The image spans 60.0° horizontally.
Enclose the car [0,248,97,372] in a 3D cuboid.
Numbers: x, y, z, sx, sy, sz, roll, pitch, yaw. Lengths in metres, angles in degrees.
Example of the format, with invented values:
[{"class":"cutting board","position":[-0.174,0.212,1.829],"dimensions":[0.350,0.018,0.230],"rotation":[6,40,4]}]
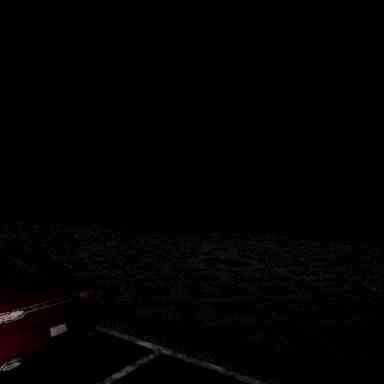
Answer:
[{"class":"car","position":[-3.477,1.604,5.447],"dimensions":[4.507,1.381,1.887],"rotation":[-1,0,36]}]
